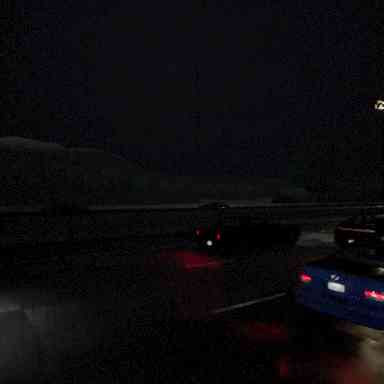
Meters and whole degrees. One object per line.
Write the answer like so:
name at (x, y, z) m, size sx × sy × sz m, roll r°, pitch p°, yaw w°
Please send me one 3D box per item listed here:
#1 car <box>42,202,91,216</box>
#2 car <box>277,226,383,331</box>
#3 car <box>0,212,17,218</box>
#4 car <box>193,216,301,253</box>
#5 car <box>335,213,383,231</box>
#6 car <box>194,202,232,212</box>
car at (-11.375, 1.619, 30.229) m, size 4.181 × 1.385 × 1.994 m, roll 1°, pitch 0°, yaw -35°
car at (4.388, 1.613, 6.847) m, size 5.357 × 1.411 × 2.033 m, roll 1°, pitch 0°, yaw -35°
car at (-11.368, 1.558, 17.377) m, size 4.181 × 1.385 × 1.994 m, roll 1°, pitch 0°, yaw -35°
car at (2.480, 1.686, 14.071) m, size 4.718 × 1.301 × 1.895 m, roll 1°, pitch 0°, yaw -35°
car at (7.771, 1.615, 13.528) m, size 4.902 × 1.511 × 2.128 m, roll 1°, pitch 0°, yaw -35°
car at (2.279, 1.751, 35.506) m, size 4.181 × 1.385 × 1.994 m, roll 1°, pitch 0°, yaw -35°
